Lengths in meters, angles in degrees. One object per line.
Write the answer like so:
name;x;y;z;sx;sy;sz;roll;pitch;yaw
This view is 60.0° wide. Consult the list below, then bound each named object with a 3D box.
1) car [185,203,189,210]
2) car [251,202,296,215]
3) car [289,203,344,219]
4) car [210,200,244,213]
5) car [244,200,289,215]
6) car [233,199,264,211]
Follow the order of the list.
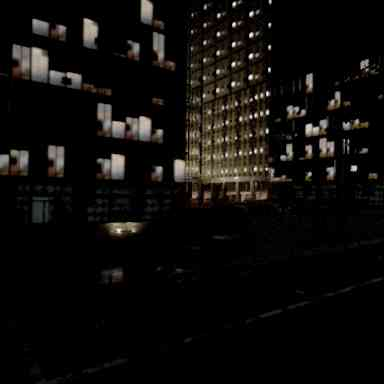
car;-2.110;1.711;47.401;1.967;1.590;4.097;0;-1;-35
car;8.810;1.770;36.487;1.895;1.301;4.718;1;-1;-35
car;10.917;1.633;28.768;1.802;1.307;4.206;0;-1;-35
car;4.501;1.685;37.945;1.752;1.417;4.829;0;-1;-35
car;7.660;1.546;33.427;1.967;1.590;4.097;0;-1;-35
car;8.015;1.793;47.543;1.967;1.590;4.097;0;-1;-35
